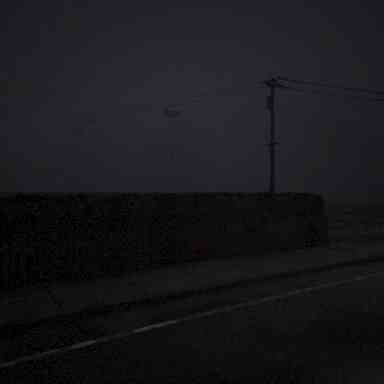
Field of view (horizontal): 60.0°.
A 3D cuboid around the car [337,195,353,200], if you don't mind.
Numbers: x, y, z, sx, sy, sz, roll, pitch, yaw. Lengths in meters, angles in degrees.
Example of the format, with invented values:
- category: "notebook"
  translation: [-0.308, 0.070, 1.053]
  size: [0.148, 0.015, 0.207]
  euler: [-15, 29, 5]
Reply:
- category: "car"
  translation: [25.691, 1.354, 55.886]
  size: [2.242, 1.667, 4.611]
  euler: [0, 0, 36]
